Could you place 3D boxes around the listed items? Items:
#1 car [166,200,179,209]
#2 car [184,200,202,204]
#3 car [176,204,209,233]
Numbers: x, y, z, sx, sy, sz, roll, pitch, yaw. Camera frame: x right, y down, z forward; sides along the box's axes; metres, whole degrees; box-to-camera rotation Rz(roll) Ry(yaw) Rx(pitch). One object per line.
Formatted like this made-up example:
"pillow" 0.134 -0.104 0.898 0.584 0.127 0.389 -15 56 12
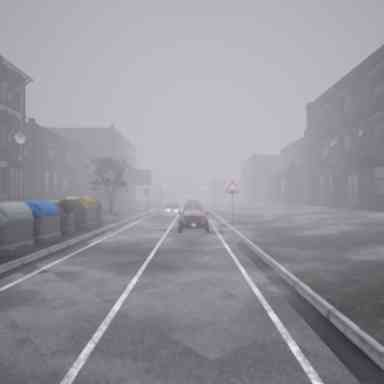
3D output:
"car" -3.056 2.019 52.814 1.994 1.385 4.181 0 0 0
"car" 0.105 1.694 38.850 2.097 1.767 4.553 0 -1 0
"car" 0.102 1.699 20.989 1.812 1.442 4.674 0 -1 0
